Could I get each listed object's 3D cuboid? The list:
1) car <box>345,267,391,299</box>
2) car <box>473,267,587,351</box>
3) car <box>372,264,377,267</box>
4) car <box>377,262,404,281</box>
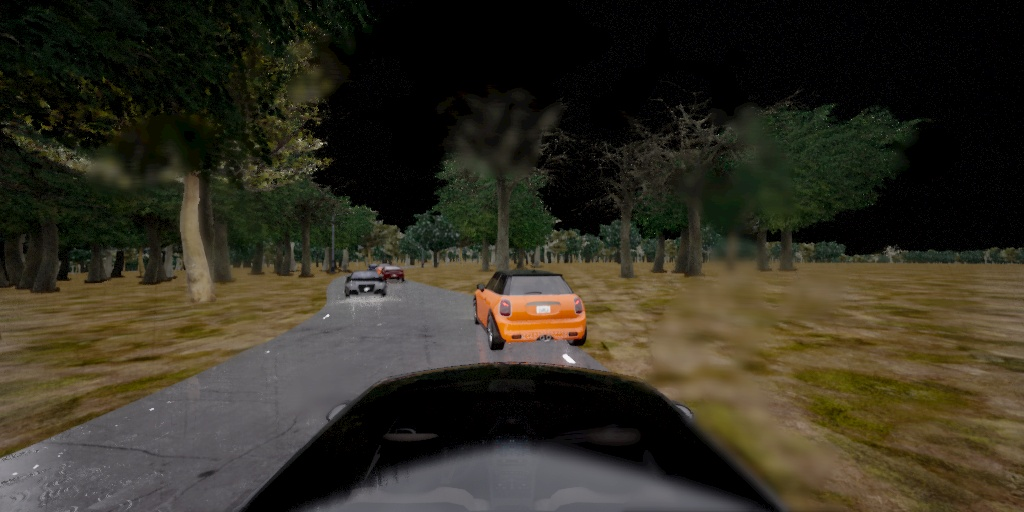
[{"bbox_3d":[-8.061,1.490,19.653,1.994,1.385,4.181,0,-1,-25],"label":"car"},{"bbox_3d":[0.205,1.129,9.414,2.097,1.767,4.553,0,0,-12],"label":"car"},{"bbox_3d":[-16.024,1.670,44.909,2.097,1.767,4.553,0,-1,-22],"label":"car"},{"bbox_3d":[-11.650,1.630,34.648,1.882,1.535,5.008,0,-1,-24],"label":"car"}]
